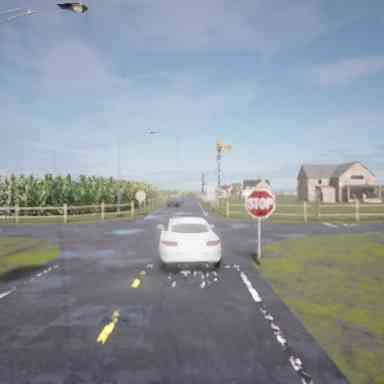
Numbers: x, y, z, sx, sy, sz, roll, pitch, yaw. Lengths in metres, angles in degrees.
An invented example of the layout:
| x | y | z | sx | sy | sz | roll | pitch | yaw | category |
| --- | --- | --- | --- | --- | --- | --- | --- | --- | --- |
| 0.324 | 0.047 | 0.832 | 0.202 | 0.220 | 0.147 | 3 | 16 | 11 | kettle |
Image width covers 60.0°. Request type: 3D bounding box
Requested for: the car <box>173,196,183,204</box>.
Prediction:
| x | y | z | sx | sy | sz | roll | pitch | yaw | category |
| --- | --- | --- | --- | --- | --- | --- | --- | --- | --- |
| -2.760 | 1.588 | 65.516 | 1.812 | 1.442 | 4.674 | 0 | 0 | 1 | car |

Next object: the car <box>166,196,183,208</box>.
| x | y | z | sx | sy | sz | roll | pitch | yaw | category |
| --- | --- | --- | --- | --- | --- | --- | --- | --- | --- |
| -2.819 | 1.518 | 50.165 | 1.882 | 1.535 | 5.008 | 0 | 0 | 0 | car |

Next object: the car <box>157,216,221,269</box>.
| x | y | z | sx | sy | sz | roll | pitch | yaw | category |
| --- | --- | --- | --- | --- | --- | --- | --- | --- | --- |
| -0.182 | 1.529 | 11.128 | 1.812 | 1.442 | 4.674 | 0 | 0 | -5 | car |
